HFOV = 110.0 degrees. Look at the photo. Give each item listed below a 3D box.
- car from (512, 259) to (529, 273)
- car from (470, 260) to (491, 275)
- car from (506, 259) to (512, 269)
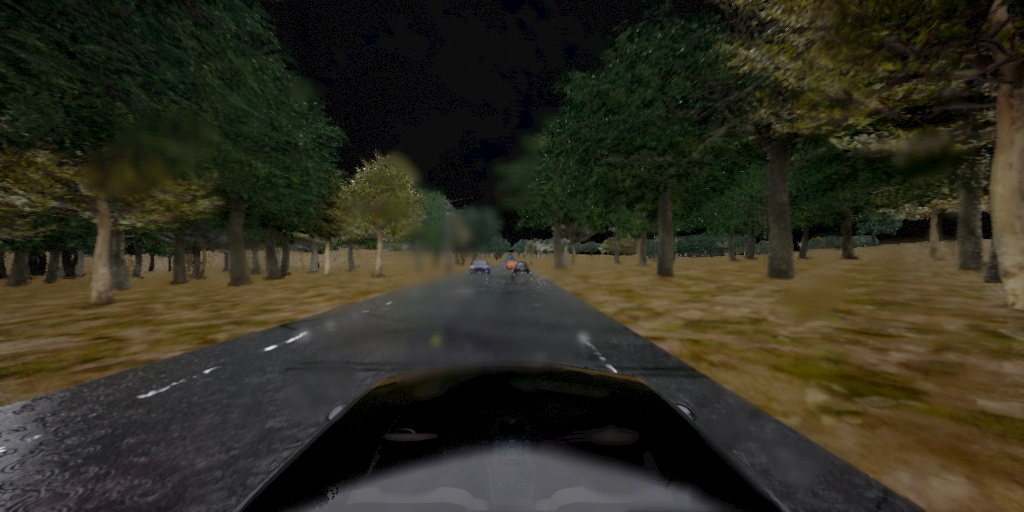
[{"bbox_3d":[1.218,1.422,45.153,1.812,1.442,4.674,0,0,0],"label":"car"},{"bbox_3d":[-3.562,1.227,41.543,2.097,1.767,4.553,0,0,0],"label":"car"},{"bbox_3d":[-0.009,1.359,63.593,2.097,1.767,4.553,0,0,0],"label":"car"}]
